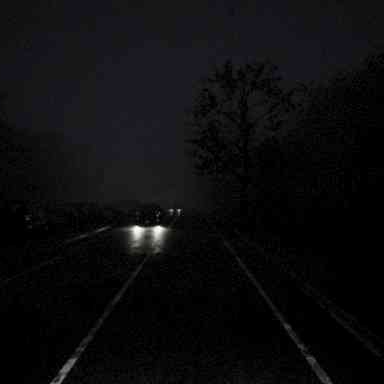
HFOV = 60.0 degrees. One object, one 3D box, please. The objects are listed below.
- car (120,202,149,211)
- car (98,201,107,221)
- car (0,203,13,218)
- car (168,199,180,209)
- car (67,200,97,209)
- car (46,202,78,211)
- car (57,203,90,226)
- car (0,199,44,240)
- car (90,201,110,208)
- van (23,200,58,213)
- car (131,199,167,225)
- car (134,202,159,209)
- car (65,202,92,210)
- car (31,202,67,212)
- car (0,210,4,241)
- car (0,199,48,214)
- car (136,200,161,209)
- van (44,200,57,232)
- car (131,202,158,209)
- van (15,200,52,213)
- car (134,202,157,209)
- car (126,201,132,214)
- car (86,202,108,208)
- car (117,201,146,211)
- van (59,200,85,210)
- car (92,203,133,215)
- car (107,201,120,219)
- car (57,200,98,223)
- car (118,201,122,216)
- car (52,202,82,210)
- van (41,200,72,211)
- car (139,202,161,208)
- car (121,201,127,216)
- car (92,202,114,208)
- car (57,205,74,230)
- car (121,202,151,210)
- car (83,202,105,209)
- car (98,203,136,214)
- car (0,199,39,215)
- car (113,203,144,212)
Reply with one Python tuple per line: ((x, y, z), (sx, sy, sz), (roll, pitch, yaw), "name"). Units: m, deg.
((-10.297, 2.582, 59.919), (4.892, 1.521, 2.231), (0, -2, 0), "car")
((-10.281, 1.773, 29.391), (4.553, 1.767, 2.185), (0, -1, 0), "car")
((-23.384, 2.082, 37.821), (5.008, 1.535, 2.097), (0, -1, 0), "car")
((-3.388, 2.804, 68.646), (1.837, 1.490, 4.892), (0, -1, 0), "car")
((-23.407, 2.650, 71.052), (5.566, 2.045, 2.435), (0, -2, 0), "car")
((-23.411, 2.609, 59.974), (4.792, 1.488, 2.163), (0, -1, 0), "car")
((-10.309, 1.776, 23.837), (5.008, 1.535, 2.097), (0, -1, 0), "car")
((-10.346, 1.341, 15.516), (5.566, 2.045, 2.435), (0, -1, 0), "car")
((-23.405, 3.197, 84.767), (4.553, 1.767, 2.185), (0, -2, 0), "car")
((-23.502, 2.162, 51.674), (4.442, 1.987, 1.878), (0, -1, 0), "van")
((-3.368, 1.715, 27.366), (2.097, 1.767, 4.553), (0, -1, 0), "car")
((-10.482, 3.069, 76.558), (5.366, 1.575, 1.946), (0, -2, 0), "car")
((-23.351, 2.845, 68.275), (4.792, 1.488, 2.163), (0, -2, 0), "car")
((-23.389, 2.449, 54.439), (5.008, 1.535, 2.097), (0, -1, 0), "car")
((-10.348, 1.590, 12.760), (4.792, 1.488, 2.163), (0, -1, 0), "car")
((-23.359, 2.015, 46.136), (5.566, 2.045, 2.435), (0, -1, 0), "car")
((-10.324, 2.906, 79.341), (5.566, 2.045, 2.435), (0, -2, 0), "car")
((-10.200, 1.428, 18.291), (4.442, 1.987, 1.878), (0, -1, 0), "van")
((-10.113, 2.899, 71.008), (5.366, 1.575, 1.946), (0, -2, 0), "car")
((-23.269, 2.101, 48.905), (4.442, 1.987, 1.878), (0, -1, 0), "van")
((-10.304, 2.988, 73.783), (4.892, 1.521, 2.231), (0, -2, 0), "car")
((-10.124, 2.140, 40.490), (5.366, 1.575, 1.946), (0, -1, 0), "car")
((-23.346, 3.271, 82.118), (4.792, 1.488, 2.163), (0, -2, 0), "car")
((-10.335, 2.388, 57.144), (4.553, 1.767, 2.185), (0, -1, 0), "car")
((-23.497, 2.503, 65.390), (4.442, 1.987, 1.878), (0, -2, 0), "van")
((-10.279, 2.234, 43.265), (4.792, 1.488, 2.163), (0, -1, 0), "car")
((-10.126, 1.957, 32.164), (5.366, 1.575, 1.946), (0, -1, 0), "car")
((-10.282, 1.712, 26.616), (4.553, 1.767, 2.185), (0, -1, 0), "car")
((-10.305, 2.022, 34.939), (4.892, 1.521, 2.231), (0, -1, 0), "car")
((-23.410, 2.679, 62.613), (4.792, 1.488, 2.163), (0, -2, 0), "car")
((-23.275, 2.288, 57.229), (4.442, 1.987, 1.878), (0, -1, 0), "van")
((-10.300, 3.243, 82.108), (5.008, 1.535, 2.097), (0, -2, 0), "car")
((-10.316, 2.083, 37.715), (4.892, 1.521, 2.231), (0, -1, 0), "car")
((-23.368, 3.408, 87.533), (5.008, 1.535, 2.097), (0, -2, 0), "car")
((-10.318, 1.755, 21.061), (4.674, 1.452, 2.002), (0, -1, 0), "car")
((-10.487, 2.651, 62.686), (5.366, 1.575, 1.946), (0, -2, 0), "car")
((-23.373, 3.196, 79.349), (4.674, 1.452, 2.002), (0, -2, 0), "car")
((-10.278, 2.295, 46.041), (4.792, 1.488, 2.163), (0, -1, 0), "car")
((-23.360, 1.954, 43.367), (5.566, 2.045, 2.435), (0, -1, 0), "car")
((-10.334, 2.479, 54.368), (4.792, 1.488, 2.163), (0, -1, 0), "car")
